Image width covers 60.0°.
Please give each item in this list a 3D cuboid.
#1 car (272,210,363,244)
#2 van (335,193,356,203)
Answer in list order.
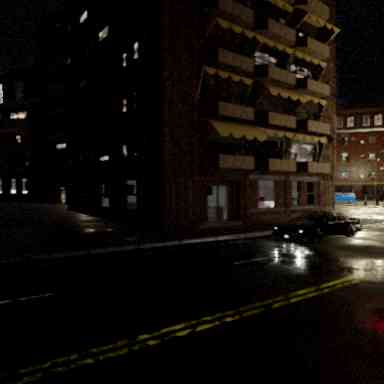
[{"bbox_3d":[6.330,1.593,16.399,5.357,1.411,2.033,0,0,-37],"label":"car"},{"bbox_3d":[27.578,1.068,60.389,3.998,1.788,1.690,1,0,21],"label":"van"}]
